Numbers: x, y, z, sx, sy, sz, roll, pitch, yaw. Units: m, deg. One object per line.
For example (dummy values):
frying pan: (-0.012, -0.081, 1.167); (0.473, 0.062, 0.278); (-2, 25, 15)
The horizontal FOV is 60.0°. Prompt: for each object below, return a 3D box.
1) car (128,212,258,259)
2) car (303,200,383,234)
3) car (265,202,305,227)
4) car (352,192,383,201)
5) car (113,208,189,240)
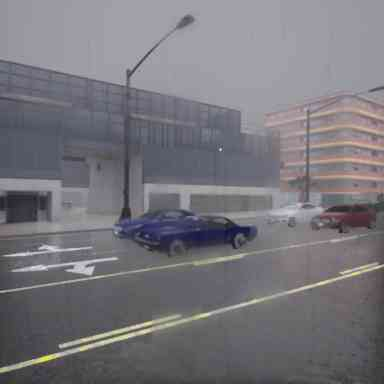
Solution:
car: (0.240, 1.590, 12.753); (4.718, 1.301, 1.895); (0, 0, -35)
car: (8.605, 1.413, 18.698); (4.674, 1.442, 1.812); (-1, 0, -35)
car: (6.829, 1.409, 21.717); (4.674, 1.442, 1.812); (-1, 0, -35)
car: (14.661, 1.042, 27.200); (5.566, 2.045, 2.150); (0, 0, -35)
car: (-1.421, 1.513, 15.866); (4.674, 1.442, 1.812); (0, 0, -35)
